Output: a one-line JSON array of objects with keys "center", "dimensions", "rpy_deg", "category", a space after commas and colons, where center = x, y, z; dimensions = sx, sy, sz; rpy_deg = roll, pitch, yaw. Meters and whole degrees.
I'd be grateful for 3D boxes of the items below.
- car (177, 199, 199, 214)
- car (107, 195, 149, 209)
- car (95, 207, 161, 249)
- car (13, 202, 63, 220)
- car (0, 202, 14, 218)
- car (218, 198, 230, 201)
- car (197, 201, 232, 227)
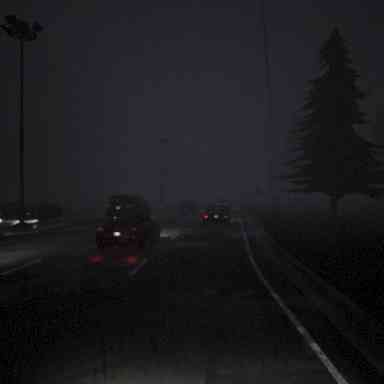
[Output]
[{"center": [-0.319, 1.502, 35.096], "dimensions": [1.882, 1.535, 5.008], "rpy_deg": [0, 0, 7], "category": "car"}, {"center": [-4.912, 1.233, 26.206], "dimensions": [2.150, 2.045, 5.566], "rpy_deg": [0, 0, 7], "category": "car"}, {"center": [-2.658, 1.570, 14.666], "dimensions": [1.994, 1.385, 4.181], "rpy_deg": [0, 0, 5], "category": "car"}, {"center": [-12.813, 1.566, 28.466], "dimensions": [1.994, 1.385, 4.181], "rpy_deg": [0, 0, 7], "category": "car"}, {"center": [-16.203, 1.563, 29.536], "dimensions": [1.994, 1.385, 4.181], "rpy_deg": [0, 0, 7], "category": "car"}, {"center": [3.944, 1.540, 41.228], "dimensions": [1.837, 1.490, 4.892], "rpy_deg": [0, 0, 7], "category": "car"}, {"center": [1.760, 1.567, 23.018], "dimensions": [2.033, 1.411, 5.357], "rpy_deg": [0, 0, 7], "category": "car"}]
